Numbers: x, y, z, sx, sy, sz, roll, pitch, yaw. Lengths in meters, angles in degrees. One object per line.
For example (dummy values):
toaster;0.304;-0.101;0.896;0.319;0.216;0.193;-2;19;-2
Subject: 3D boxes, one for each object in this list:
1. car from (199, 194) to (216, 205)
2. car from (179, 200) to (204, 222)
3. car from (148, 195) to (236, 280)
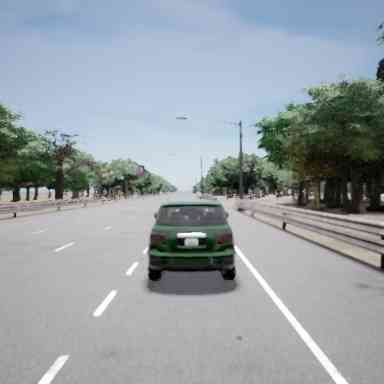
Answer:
car;2.764;1.295;57.243;2.097;1.767;4.553;0;0;14
car;-0.042;1.487;27.219;1.837;1.490;4.892;0;0;0
car;-0.013;1.215;10.115;2.150;2.045;5.566;0;0;0
